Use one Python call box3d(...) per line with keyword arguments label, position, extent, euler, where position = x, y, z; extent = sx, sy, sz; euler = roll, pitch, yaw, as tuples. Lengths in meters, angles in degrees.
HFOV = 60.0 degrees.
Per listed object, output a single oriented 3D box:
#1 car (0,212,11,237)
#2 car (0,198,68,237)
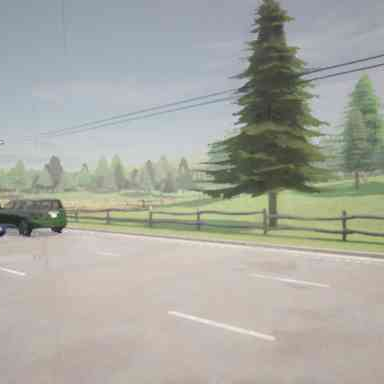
box3d(label="car", position=(-11.080, 1.764, 16.192), extent=(4.718, 1.301, 1.895), euler=(-1, 0, 35))
box3d(label="car", position=(-9.606, 1.391, 19.439), extent=(5.566, 2.045, 2.150), euler=(-1, 0, 35))
